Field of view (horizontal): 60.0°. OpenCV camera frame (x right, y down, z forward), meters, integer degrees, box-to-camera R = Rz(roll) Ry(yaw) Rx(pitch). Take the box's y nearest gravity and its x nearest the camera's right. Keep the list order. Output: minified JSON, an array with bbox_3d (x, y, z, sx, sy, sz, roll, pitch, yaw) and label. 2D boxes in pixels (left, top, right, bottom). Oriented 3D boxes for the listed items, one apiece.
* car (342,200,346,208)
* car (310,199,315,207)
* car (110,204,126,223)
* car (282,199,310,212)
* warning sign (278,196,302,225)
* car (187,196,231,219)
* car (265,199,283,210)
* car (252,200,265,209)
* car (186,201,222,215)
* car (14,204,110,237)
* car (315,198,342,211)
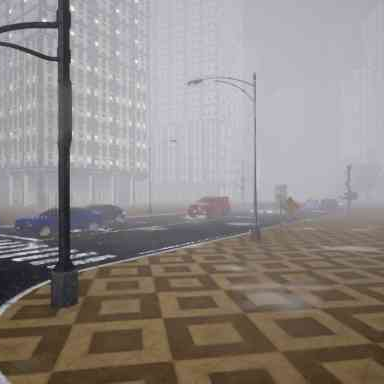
[{"bbox_3d":[24.402,1.965,55.237,1.895,1.301,4.718,0,0,30],"label":"car"},{"bbox_3d":[19.081,1.831,52.776,1.882,1.535,5.008,0,0,31],"label":"car"},{"bbox_3d":[-7.173,1.659,25.066,1.837,1.490,4.892,0,-1,34],"label":"car"},{"bbox_3d":[13.860,1.898,44.380,1.895,1.301,4.718,0,-1,33],"label":"car"},{"bbox_3d":[6.783,1.251,22.979,1.300,1.860,1.060,0,0,34],"label":"warning sign"},{"bbox_3d":[1.794,1.432,32.451,2.150,2.045,5.566,0,-1,34],"label":"car"},{"bbox_3d":[12.885,1.809,48.984,1.882,1.535,5.008,0,-1,33],"label":"car"},{"bbox_3d":[10.921,1.962,51.920,1.895,1.301,4.718,0,0,32],"label":"car"},{"bbox_3d":[1.425,1.775,37.688,1.812,1.442,4.674,0,0,34],"label":"car"},{"bbox_3d":[-7.419,1.581,18.939,1.882,1.535,5.008,0,-1,34],"label":"car"},{"bbox_3d":[19.244,1.663,46.754,2.097,1.767,4.553,0,0,32],"label":"car"}]
